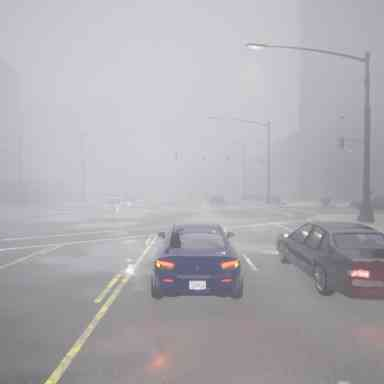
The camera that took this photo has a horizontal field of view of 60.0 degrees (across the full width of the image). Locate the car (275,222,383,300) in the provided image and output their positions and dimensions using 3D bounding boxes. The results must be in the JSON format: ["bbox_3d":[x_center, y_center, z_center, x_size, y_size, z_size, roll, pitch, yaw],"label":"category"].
[{"bbox_3d":[3.603,1.460,8.396,2.033,1.411,5.357,0,1,0],"label":"car"}]

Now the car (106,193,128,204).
[{"bbox_3d":[-10.605,0.932,46.143,1.812,1.442,4.674,0,0,0],"label":"car"}]

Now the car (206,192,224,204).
[{"bbox_3d":[3.524,0.967,48.028,1.994,1.385,4.181,0,0,0],"label":"car"}]

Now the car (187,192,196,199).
[{"bbox_3d":[-0.061,0.772,75.024,1.882,1.535,5.008,0,0,0],"label":"car"}]

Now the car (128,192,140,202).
[{"bbox_3d":[-10.605,0.844,55.922,2.128,1.511,4.902,0,0,0],"label":"car"}]

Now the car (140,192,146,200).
[{"bbox_3d":[-10.562,0.795,67.668,1.882,1.535,5.008,0,0,0],"label":"car"}]

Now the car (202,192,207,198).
[{"bbox_3d":[3.433,0.814,82.527,2.033,1.411,5.357,0,0,0],"label":"car"}]

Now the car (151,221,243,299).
[{"bbox_3d":[0.104,1.440,8.126,1.812,1.442,4.674,0,1,0],"label":"car"}]

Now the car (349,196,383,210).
[{"bbox_3d":[18.488,1.081,32.769,5.357,1.411,2.033,0,1,1],"label":"car"}]
